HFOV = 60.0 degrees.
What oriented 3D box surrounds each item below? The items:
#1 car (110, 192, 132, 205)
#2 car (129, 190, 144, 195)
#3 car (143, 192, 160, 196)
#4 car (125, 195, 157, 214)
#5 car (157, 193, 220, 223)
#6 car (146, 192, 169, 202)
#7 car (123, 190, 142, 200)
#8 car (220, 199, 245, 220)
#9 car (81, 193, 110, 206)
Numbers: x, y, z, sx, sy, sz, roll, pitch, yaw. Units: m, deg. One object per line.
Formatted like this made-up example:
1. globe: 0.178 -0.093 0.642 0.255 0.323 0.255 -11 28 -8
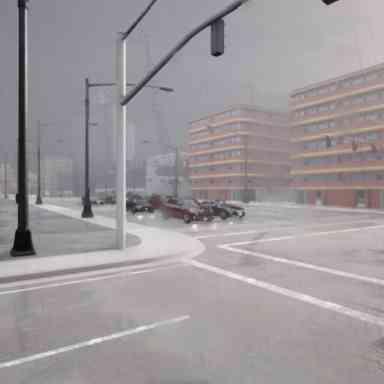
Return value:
1. car: -10.308 1.061 45.255 1.994 1.385 4.181 0 1 -34
2. car: -8.899 0.846 55.760 2.128 1.511 4.902 0 1 -34
3. car: -2.790 1.084 34.216 2.097 1.767 4.553 0 1 -34
4. car: -5.210 1.311 31.554 1.994 1.385 4.181 0 1 -34
5. car: -0.351 1.221 24.425 2.097 1.767 4.553 0 1 -34
6. car: -6.008 0.857 57.733 1.837 1.490 4.892 0 1 -34
7. car: -11.870 0.542 66.323 2.097 1.767 4.553 0 1 -34
8. car: 2.214 1.348 26.871 2.128 1.511 4.902 0 1 -35
9. car: -12.711 1.004 42.560 2.128 1.511 4.902 0 1 -34
